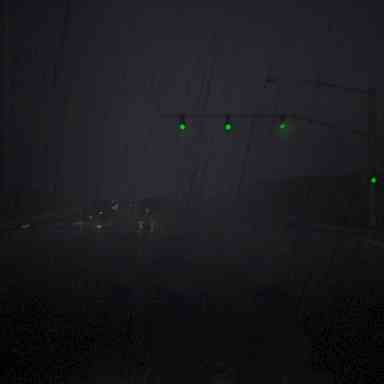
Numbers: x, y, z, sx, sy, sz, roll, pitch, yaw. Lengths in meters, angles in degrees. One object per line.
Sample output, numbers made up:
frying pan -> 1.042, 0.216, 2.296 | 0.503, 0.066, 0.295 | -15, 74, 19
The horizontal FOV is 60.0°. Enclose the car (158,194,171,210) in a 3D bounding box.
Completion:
car -> -3.601, 1.070, 38.226 | 2.097, 1.767, 4.553 | 0, 0, 0

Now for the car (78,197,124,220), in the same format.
car -> -7.102, 1.346, 25.911 | 2.033, 1.411, 5.357 | 0, 0, 0

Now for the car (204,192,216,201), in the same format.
car -> 3.497, 0.886, 66.104 | 2.097, 1.767, 4.553 | 0, 0, 0

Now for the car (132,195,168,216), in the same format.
car -> -3.601, 1.269, 29.347 | 2.128, 1.511, 4.902 | 0, 0, 0

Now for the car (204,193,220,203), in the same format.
car -> 3.600, 1.150, 55.883 | 2.033, 1.411, 5.357 | 0, 0, 0

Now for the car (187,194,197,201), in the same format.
car -> -0.006, 1.102, 65.526 | 1.994, 1.385, 4.181 | 0, 0, 0

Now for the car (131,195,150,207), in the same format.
car -> -7.094, 1.165, 46.492 | 1.837, 1.490, 4.892 | 0, 0, 0

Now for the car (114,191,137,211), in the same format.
car -> -7.103, 0.952, 36.097 | 2.150, 2.045, 5.566 | 0, 0, 0

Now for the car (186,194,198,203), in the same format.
car -> -0.005, 1.109, 55.416 | 1.837, 1.490, 4.892 | 0, 0, 0
